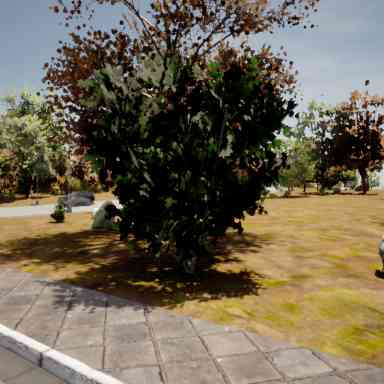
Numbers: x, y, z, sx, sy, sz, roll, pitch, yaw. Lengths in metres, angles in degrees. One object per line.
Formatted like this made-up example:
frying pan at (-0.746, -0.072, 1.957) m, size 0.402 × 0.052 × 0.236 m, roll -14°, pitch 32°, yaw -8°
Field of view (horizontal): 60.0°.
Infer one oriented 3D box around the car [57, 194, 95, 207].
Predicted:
car at (-15.773, 1.334, 44.941) m, size 1.994 × 1.385 × 4.181 m, roll 0°, pitch 2°, yaw 39°

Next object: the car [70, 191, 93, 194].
car at (-16.994, 0.920, 49.002) m, size 2.150 × 2.045 × 5.566 m, roll 0°, pitch 2°, yaw 39°
